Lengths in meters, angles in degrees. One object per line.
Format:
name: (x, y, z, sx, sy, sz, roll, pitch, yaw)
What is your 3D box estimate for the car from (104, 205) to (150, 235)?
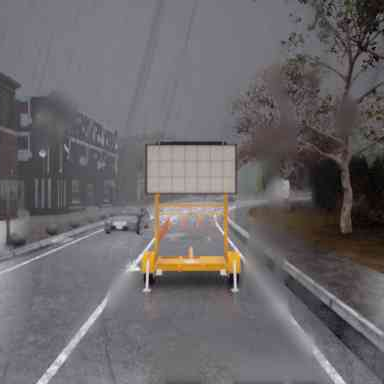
car: (-3.574, 1.484, 18.956, 2.128, 1.511, 4.902, 0, 0, 1)

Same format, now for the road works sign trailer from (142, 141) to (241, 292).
road works sign trailer: (-0.019, 0.461, 8.908, 2.380, 3.560, 2.880, 0, 0, 0)

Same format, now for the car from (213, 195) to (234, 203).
car: (5.991, 1.315, 62.516, 2.128, 1.511, 4.902, -1, 0, 44)
